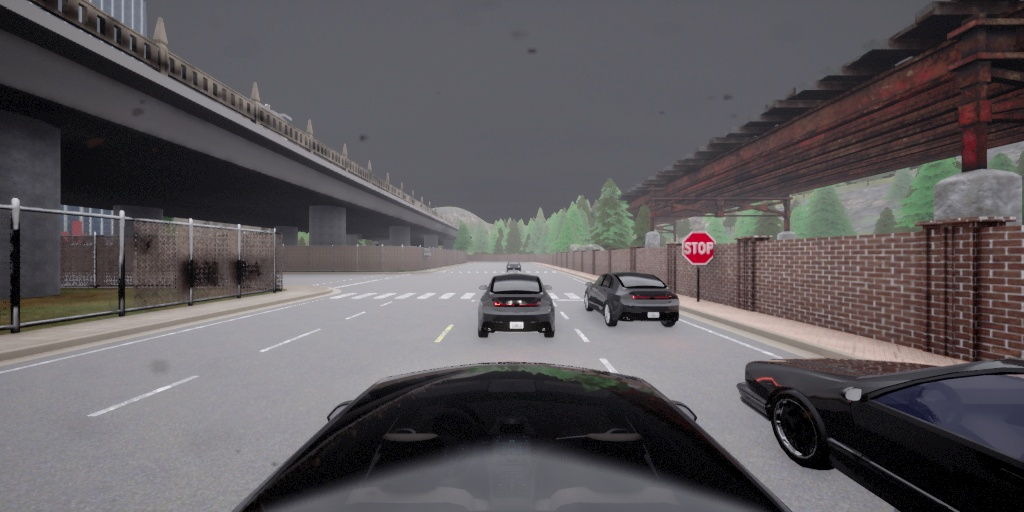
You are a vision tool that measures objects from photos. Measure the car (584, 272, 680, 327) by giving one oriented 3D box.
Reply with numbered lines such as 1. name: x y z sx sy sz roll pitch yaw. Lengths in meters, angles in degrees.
1. car: 3.608 1.255 11.545 1.837 1.490 4.892 0 0 0

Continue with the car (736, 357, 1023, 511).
1. car: 3.600 1.297 1.798 2.033 1.411 5.357 0 0 0

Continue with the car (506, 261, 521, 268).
1. car: 0.222 1.351 46.354 1.895 1.301 4.718 0 0 -1

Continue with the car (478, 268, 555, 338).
1. car: 0.105 1.255 10.188 1.837 1.490 4.892 0 0 0
